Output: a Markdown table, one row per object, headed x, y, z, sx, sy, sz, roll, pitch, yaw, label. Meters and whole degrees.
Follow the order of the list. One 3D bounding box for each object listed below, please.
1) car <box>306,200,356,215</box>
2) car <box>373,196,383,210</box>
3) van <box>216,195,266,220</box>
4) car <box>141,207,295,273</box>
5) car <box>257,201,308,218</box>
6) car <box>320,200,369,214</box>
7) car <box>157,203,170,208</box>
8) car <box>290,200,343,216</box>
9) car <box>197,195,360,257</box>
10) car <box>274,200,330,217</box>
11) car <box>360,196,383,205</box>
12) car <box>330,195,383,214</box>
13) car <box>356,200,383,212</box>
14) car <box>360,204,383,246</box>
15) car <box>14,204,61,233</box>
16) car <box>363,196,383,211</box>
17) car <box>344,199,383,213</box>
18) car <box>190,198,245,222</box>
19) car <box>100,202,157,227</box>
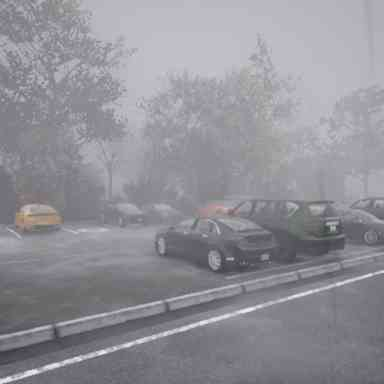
| x | y | z | sx | sy | sz | roll | pitch | yaw | label |
| --- | --- | --- | --- | --- | --- | --- | --- | --- | --- |
| 15.663 | 1.697 | 37.633 | 2.163 | 1.488 | 4.792 | 1 | 0 | -36 | car |
| 29.159 | 1.585 | 47.277 | 2.435 | 2.045 | 5.566 | 1 | 0 | -36 | car |
| 4.246 | 1.321 | 29.659 | 1.878 | 1.987 | 4.442 | 1 | 0 | -35 | van |
| 0.543 | 1.471 | 10.814 | 2.231 | 1.521 | 4.892 | 0 | 0 | -35 | car |
| 8.848 | 1.635 | 32.798 | 2.002 | 1.452 | 4.674 | 1 | 0 | -36 | car |
| 17.896 | 1.721 | 39.299 | 2.163 | 1.488 | 4.792 | 1 | 0 | -36 | car |
| -2.489 | 1.532 | 24.720 | 2.002 | 1.452 | 4.674 | 0 | 0 | -35 | car |
| 13.384 | 1.643 | 36.034 | 2.097 | 1.535 | 5.008 | 1 | 0 | -36 | car |
| 2.806 | 1.227 | 12.467 | 2.435 | 2.045 | 5.566 | 0 | 0 | -35 | car |
| 11.221 | 1.616 | 34.268 | 1.946 | 1.575 | 5.366 | 1 | 0 | -36 | car |
| 9.657 | 1.275 | 17.346 | 2.435 | 2.045 | 5.566 | 1 | 0 | -35 | car |
| 20.195 | 1.465 | 40.873 | 2.435 | 2.045 | 5.566 | 1 | 0 | -36 | car |
| 24.610 | 1.812 | 44.059 | 2.002 | 1.452 | 4.674 | 1 | 0 | -36 | car |
| 7.384 | 1.507 | 15.699 | 2.231 | 1.521 | 4.892 | 1 | 0 | -35 | car |
| -9.292 | 1.464 | 19.870 | 2.097 | 1.535 | 5.008 | 0 | 0 | -35 | car |
| 26.994 | 1.553 | 45.729 | 2.435 | 2.045 | 5.566 | 1 | 0 | -36 | car |
| 22.447 | 1.745 | 42.510 | 2.097 | 1.535 | 5.008 | 1 | 0 | -36 | car |
| 2.066 | 1.401 | 27.925 | 2.185 | 1.767 | 4.553 | 1 | 0 | -35 | car |
| -4.761 | 1.478 | 23.107 | 2.097 | 1.535 | 5.008 | 0 | 0 | -35 | car |
